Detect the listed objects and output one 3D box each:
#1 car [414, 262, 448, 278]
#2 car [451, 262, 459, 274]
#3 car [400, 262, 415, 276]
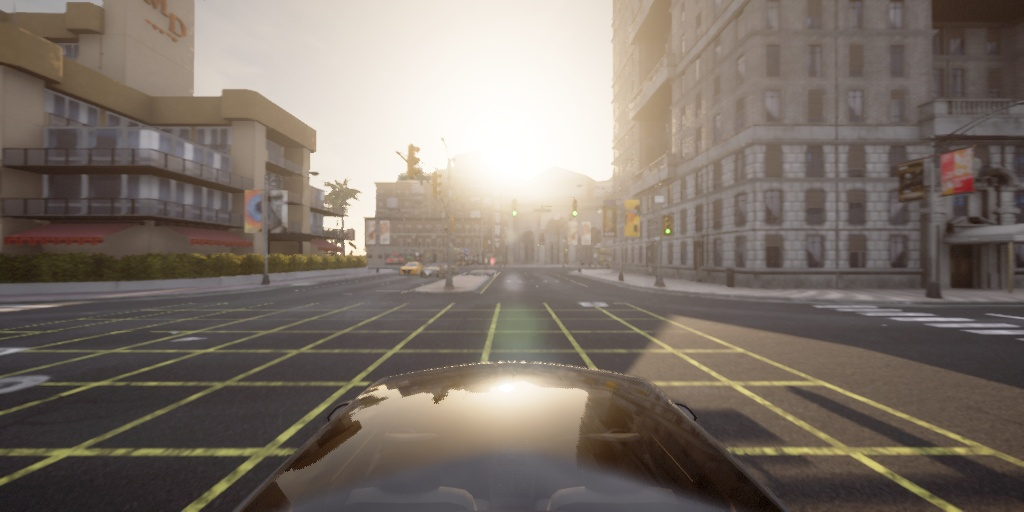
[{"bbox_3d":[-8.073,1.440,36.801,2.128,1.511,4.902,0,0,0],"label":"car"},{"bbox_3d":[-8.000,1.494,45.701,2.128,1.511,4.902,0,0,0],"label":"car"},{"bbox_3d":[-11.540,1.455,41.884,1.882,1.535,5.008,0,0,1],"label":"car"}]
